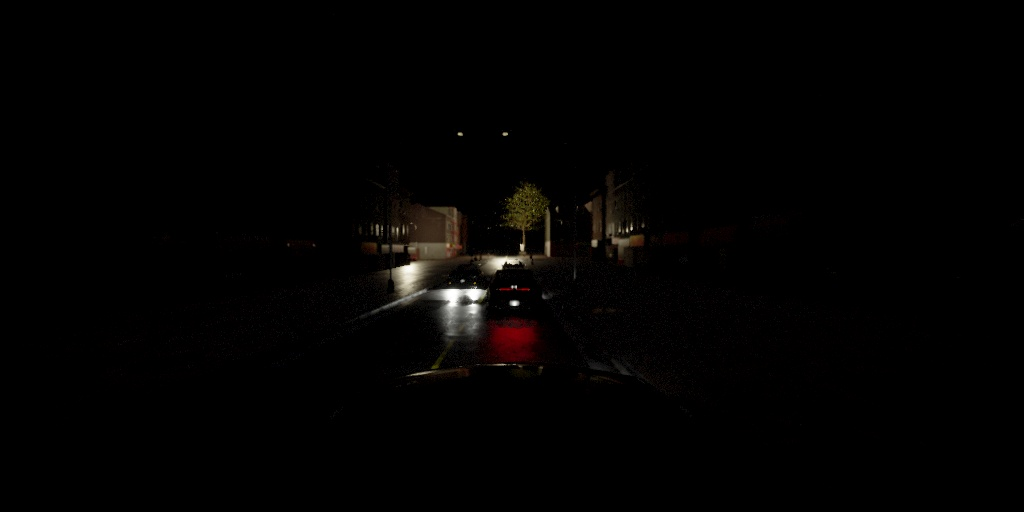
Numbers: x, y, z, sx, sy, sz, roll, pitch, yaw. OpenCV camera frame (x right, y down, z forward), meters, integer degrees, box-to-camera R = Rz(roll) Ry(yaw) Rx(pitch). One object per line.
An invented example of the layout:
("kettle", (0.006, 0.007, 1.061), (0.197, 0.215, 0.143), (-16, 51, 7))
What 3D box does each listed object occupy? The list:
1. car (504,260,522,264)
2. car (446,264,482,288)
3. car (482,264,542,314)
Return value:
("car", (0.097, 1.092, 30.277), (2.128, 1.511, 4.902), (0, 1, 0))
("car", (-2.849, 1.227, 22.595), (1.994, 1.385, 4.181), (0, 0, 0))
("car", (0.088, 1.206, 13.515), (1.837, 1.490, 4.892), (0, 0, 0))
